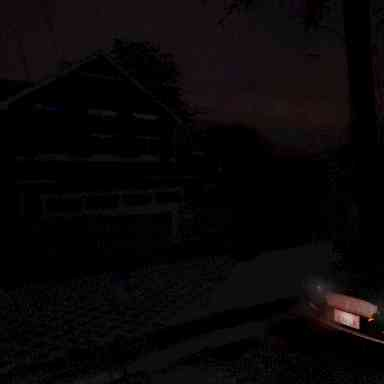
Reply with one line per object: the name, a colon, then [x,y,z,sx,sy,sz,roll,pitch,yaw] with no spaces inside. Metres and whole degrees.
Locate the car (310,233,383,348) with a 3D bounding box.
car: [4.134,1.493,6.023,4.902,1.511,2.128,0,0,-36]
